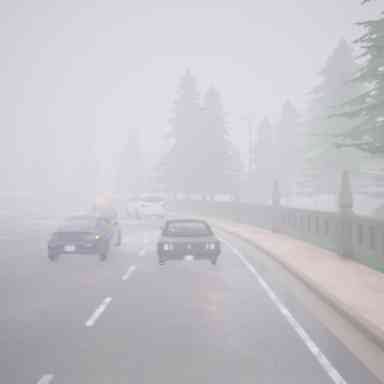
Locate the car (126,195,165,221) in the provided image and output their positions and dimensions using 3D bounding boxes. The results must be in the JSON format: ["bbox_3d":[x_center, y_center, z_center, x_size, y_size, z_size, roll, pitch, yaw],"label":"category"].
[{"bbox_3d":[-3.990,1.222,27.841,2.150,2.045,5.566,0,0,-24],"label":"car"}]

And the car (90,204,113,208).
[{"bbox_3d":[-7.283,1.599,26.634,1.895,1.301,4.718,0,0,-24],"label":"car"}]

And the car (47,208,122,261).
[{"bbox_3d":[-3.757,1.526,12.177,1.812,1.442,4.674,0,-1,-3],"label":"car"}]

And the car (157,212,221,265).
[{"bbox_3d":[-0.228,1.600,11.758,1.895,1.301,4.718,0,0,-4],"label":"car"}]
